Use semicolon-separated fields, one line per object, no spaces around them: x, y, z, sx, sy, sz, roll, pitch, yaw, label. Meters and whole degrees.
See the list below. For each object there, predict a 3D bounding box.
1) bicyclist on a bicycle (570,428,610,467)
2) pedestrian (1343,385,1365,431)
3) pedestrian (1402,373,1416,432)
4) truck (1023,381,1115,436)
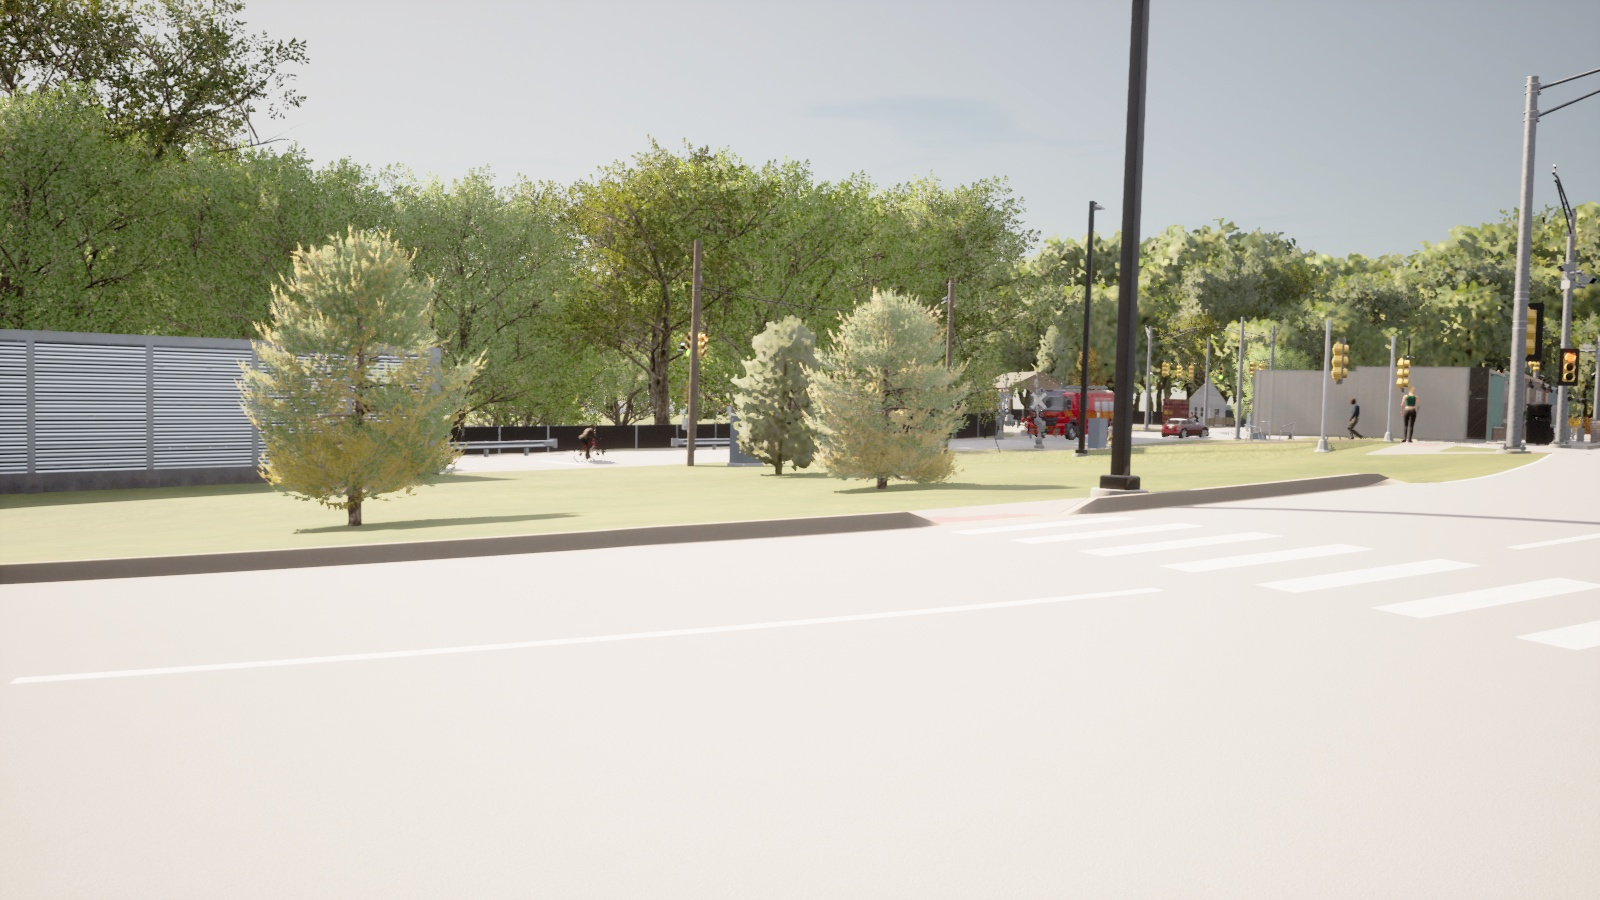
-8.937;-0.110;53.484;0.582;1.620;1.656;3;3;41;bicyclist on a bicycle
22.478;-1.697;50.952;0.726;1.835;0.370;2;2;26;pedestrian
19.376;-1.510;39.935;0.345;1.836;0.594;2;2;27;pedestrian
19.486;-3.053;90.510;2.891;3.827;8.468;2;4;39;truck
